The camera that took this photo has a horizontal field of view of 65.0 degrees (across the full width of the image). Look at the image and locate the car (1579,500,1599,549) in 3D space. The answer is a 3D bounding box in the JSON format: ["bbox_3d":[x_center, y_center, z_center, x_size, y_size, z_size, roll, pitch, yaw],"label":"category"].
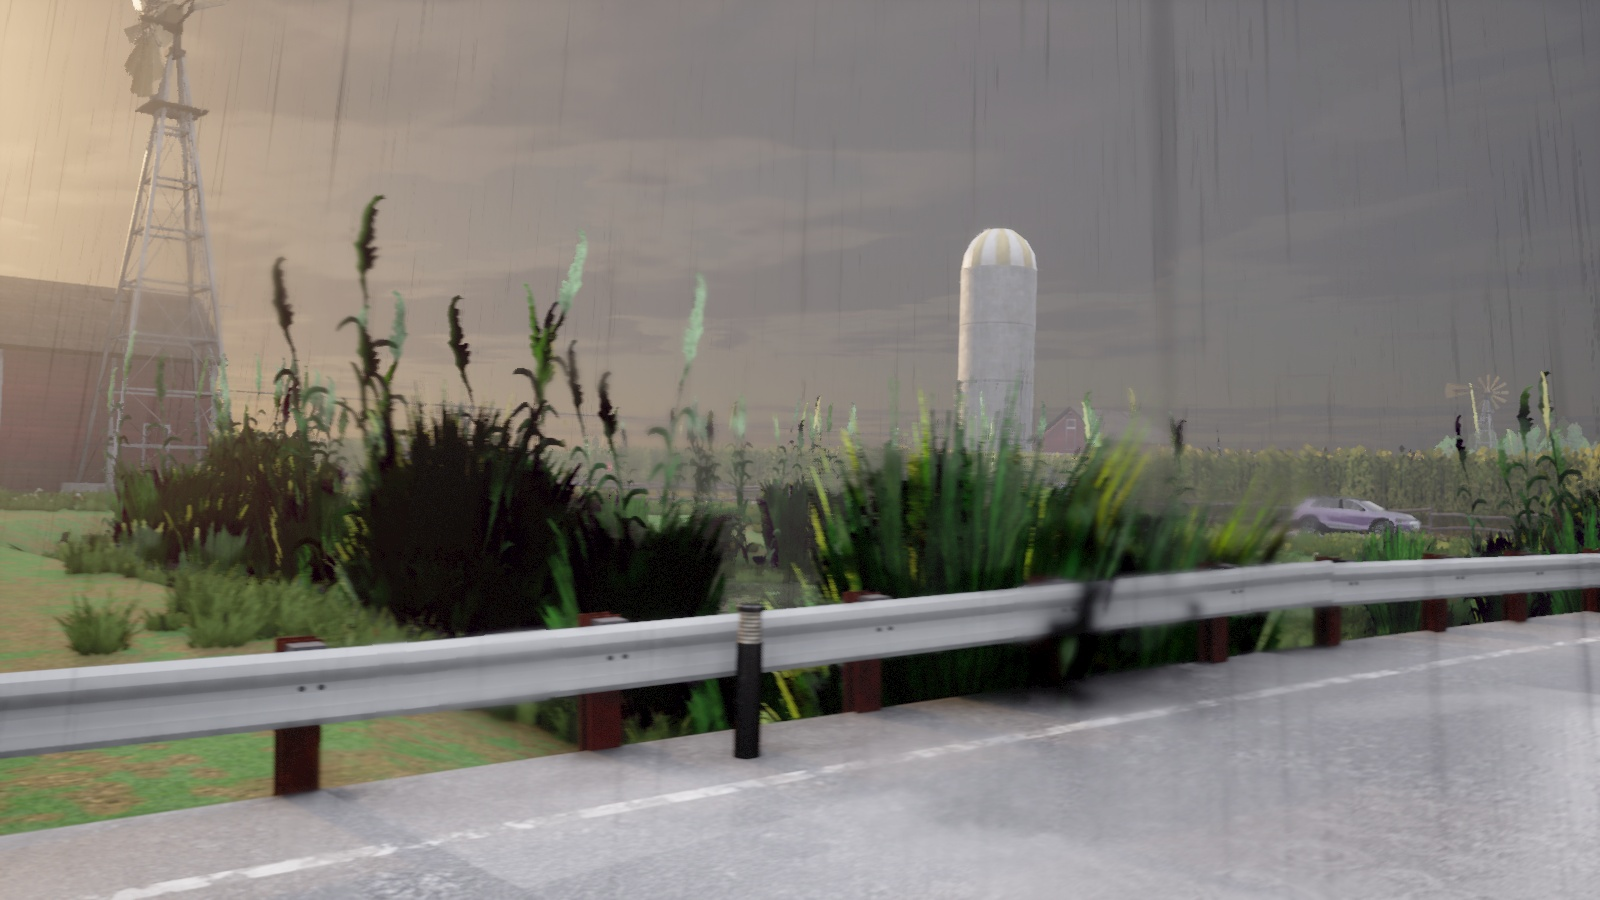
[{"bbox_3d":[28.836,2.578,42.371,1.851,1.617,3.988,3,-2,-42],"label":"car"}]

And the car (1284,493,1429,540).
[{"bbox_3d":[22.017,2.596,49.830,2.033,1.649,4.856,3,-2,-42],"label":"car"}]
